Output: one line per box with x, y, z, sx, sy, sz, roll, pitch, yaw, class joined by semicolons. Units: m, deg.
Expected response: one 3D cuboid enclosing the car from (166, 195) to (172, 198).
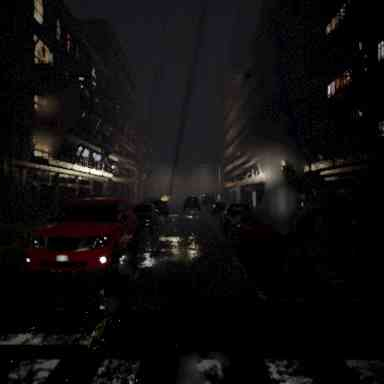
-5.700;1.481;70.007;1.752;1.417;4.829;1;0;0;car

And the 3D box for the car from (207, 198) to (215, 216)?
2.689;1.559;31.502;1.802;1.307;4.206;1;0;0;car

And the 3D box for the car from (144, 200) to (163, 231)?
-3.100;1.489;20.591;1.837;1.490;4.892;0;0;0;car

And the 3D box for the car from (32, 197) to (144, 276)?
-3.087;1.213;10.644;2.150;2.045;5.566;0;0;0;car

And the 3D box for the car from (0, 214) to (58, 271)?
-5.685;1.518;9.250;1.752;1.417;4.829;1;0;0;car

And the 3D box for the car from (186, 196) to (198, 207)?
-0.013;1.470;51.198;1.837;1.490;4.892;0;0;0;car

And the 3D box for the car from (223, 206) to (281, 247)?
2.694;1.533;14.932;1.887;1.381;4.507;1;0;0;car

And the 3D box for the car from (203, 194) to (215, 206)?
2.687;1.279;53.597;2.192;1.841;5.009;1;0;0;car

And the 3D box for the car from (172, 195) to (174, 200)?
-5.702;1.504;75.701;2.008;1.369;4.403;1;0;0;car

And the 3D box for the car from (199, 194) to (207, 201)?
2.679;1.391;81.214;1.967;1.590;4.097;1;0;0;car

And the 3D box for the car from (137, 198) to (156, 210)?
-5.694;1.495;42.391;1.752;1.417;4.829;1;0;0;car

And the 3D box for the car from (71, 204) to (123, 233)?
-5.689;1.529;20.467;1.887;1.381;4.507;1;0;0;car

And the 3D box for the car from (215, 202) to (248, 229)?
2.693;1.425;20.455;1.967;1.590;4.097;1;0;0;car

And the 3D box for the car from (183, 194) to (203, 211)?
-0.010;1.323;41.162;2.097;1.767;4.553;0;0;0;car

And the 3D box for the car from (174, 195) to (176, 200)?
-5.706;1.499;92.272;2.008;1.369;4.403;1;0;0;car

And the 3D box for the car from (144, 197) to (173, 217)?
-3.097;1.503;30.863;1.812;1.442;4.674;0;0;0;car

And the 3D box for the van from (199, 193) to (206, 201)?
2.678;1.291;86.737;1.690;1.788;3.998;1;0;0;van

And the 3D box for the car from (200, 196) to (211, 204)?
2.682;1.524;64.643;1.947;1.339;4.313;1;0;0;car
